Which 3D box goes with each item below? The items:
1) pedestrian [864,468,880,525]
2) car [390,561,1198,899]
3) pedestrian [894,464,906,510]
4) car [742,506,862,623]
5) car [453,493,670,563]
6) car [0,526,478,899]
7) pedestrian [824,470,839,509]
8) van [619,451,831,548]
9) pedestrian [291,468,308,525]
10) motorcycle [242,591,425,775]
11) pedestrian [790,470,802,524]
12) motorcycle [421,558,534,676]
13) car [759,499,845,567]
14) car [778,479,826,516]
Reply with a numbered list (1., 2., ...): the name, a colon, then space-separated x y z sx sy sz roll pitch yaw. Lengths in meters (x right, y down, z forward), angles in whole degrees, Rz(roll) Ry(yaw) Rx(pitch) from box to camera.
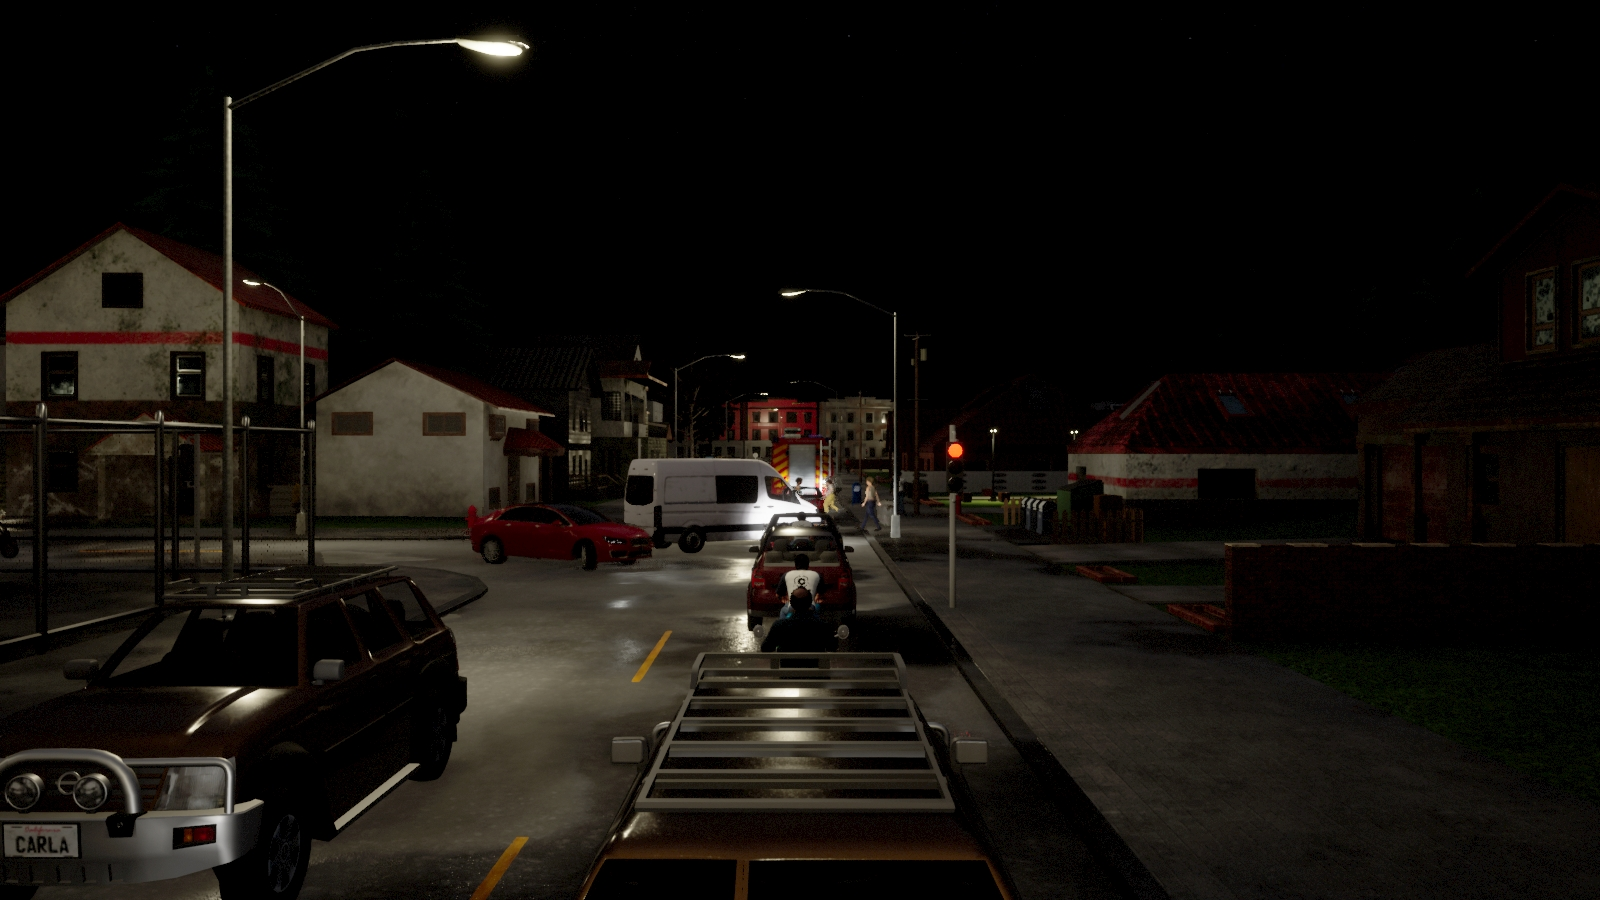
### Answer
1. pedestrian: 2.353 1.512 37.273 0.375 1.860 0.375 0 0 36
2. car: -0.006 1.641 5.035 1.932 1.855 4.605 0 0 0
3. pedestrian: 4.065 1.506 46.465 0.375 1.860 0.375 0 0 -26
4. car: 0.027 1.798 18.824 1.789 1.549 3.705 0 0 0
5. car: -5.822 1.830 27.847 4.892 1.480 2.231 0 -1 29
6. car: -3.983 1.640 8.349 1.932 1.855 4.605 0 0 0
7. pedestrian: 1.064 1.352 39.033 0.375 1.300 0.375 0 0 33
8. van: -2.053 1.302 32.661 5.915 2.561 1.988 0 0 -36
9. pedestrian: -16.435 1.510 37.501 0.375 1.860 0.375 0 0 2
10. motorcycle: -3.994 1.958 9.954 0.856 1.236 1.805 0 0 0
11. pedestrian: -0.131 1.613 39.276 0.375 1.860 0.375 0 0 -6
12. motorcycle: -3.894 1.987 13.966 0.803 1.145 2.033 0 0 0
13. car: 0.043 1.924 27.447 1.895 1.301 4.718 0 0 0
14. car: 0.084 1.917 47.063 1.895 1.301 4.718 0 0 0
